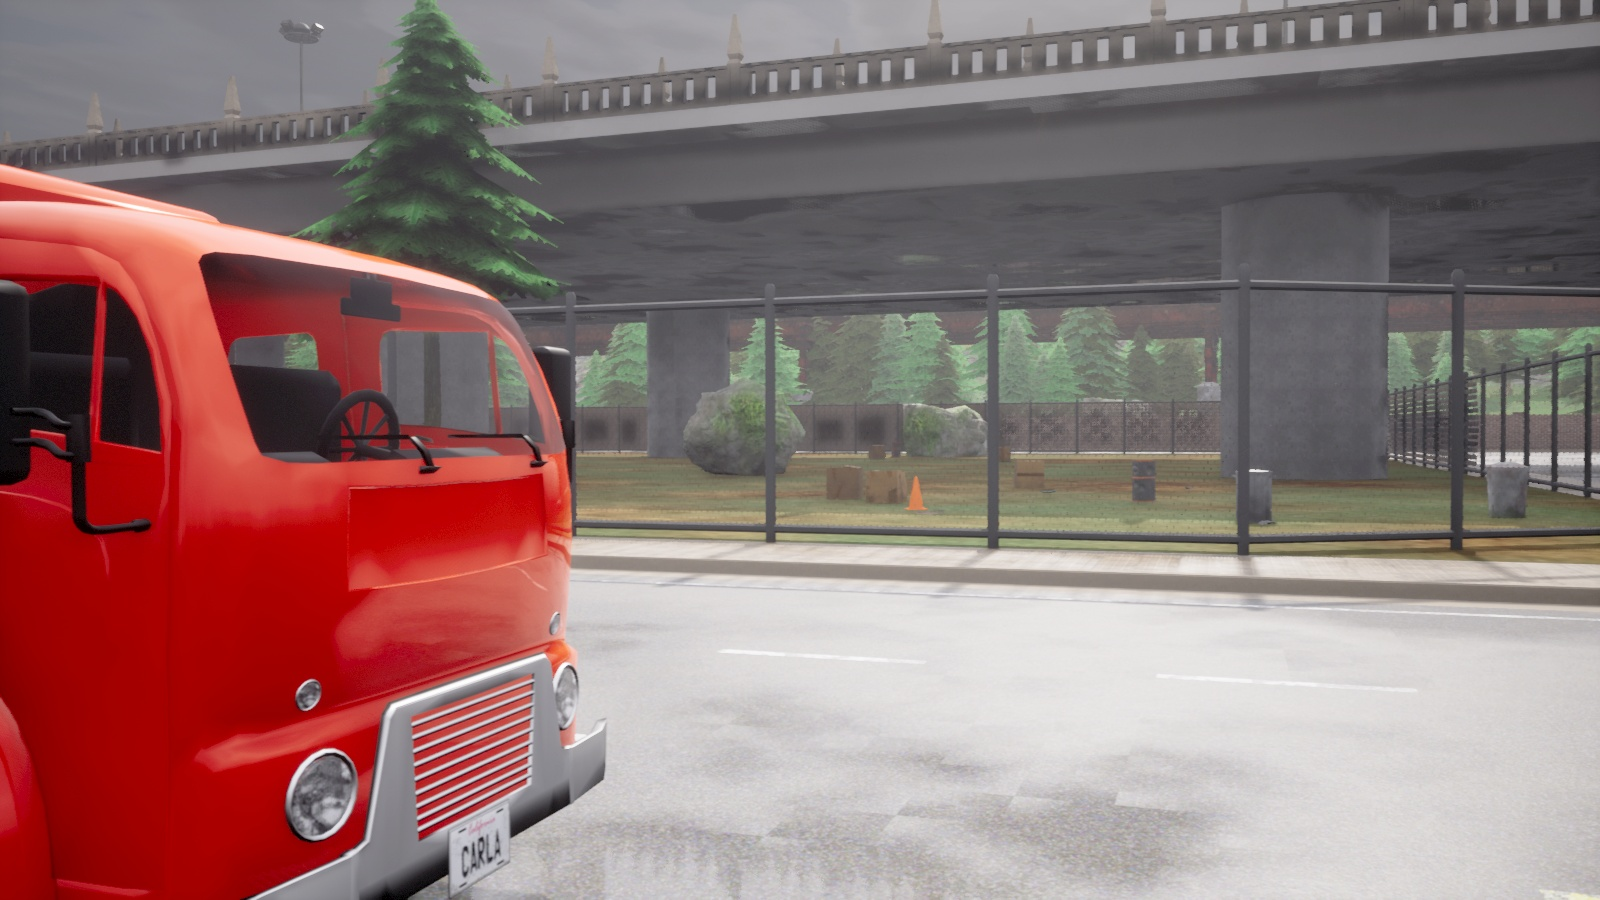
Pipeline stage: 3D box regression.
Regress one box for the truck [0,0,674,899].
[{"bbox_3d":[-3.365,0.254,4.317,5.204,2.467,2.627,1,1,19],"label":"truck"}]
